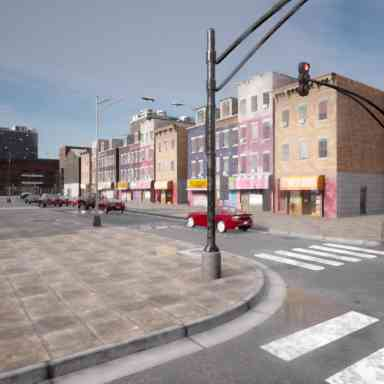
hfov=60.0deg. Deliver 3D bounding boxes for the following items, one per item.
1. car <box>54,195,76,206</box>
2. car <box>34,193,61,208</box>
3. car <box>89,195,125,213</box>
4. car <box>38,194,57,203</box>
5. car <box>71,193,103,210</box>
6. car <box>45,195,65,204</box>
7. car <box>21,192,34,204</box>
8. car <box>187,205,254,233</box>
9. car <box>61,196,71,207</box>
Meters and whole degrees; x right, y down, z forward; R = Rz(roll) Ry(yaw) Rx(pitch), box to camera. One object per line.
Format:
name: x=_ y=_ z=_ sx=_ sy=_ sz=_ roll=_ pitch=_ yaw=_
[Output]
car: x=-17.371 y=1.136 z=45.299 sx=1.802 sy=1.307 sz=4.206 roll=0 pitch=0 yaw=-35
car: x=-17.714 y=0.936 z=41.283 sx=2.097 sy=1.767 sz=4.553 roll=0 pitch=1 yaw=-35
car: x=-7.964 y=1.244 z=31.973 sx=1.887 sy=1.381 sz=4.507 roll=1 pitch=0 yaw=-35
car: x=-23.641 y=1.014 z=54.184 sx=2.008 sy=1.369 sz=4.403 roll=0 pitch=0 yaw=-35
car: x=-11.097 y=0.964 z=36.414 sx=2.192 sy=1.841 sz=5.009 roll=1 pitch=0 yaw=-35
car: x=-20.506 y=1.090 z=49.742 sx=1.802 sy=1.307 sz=4.206 roll=0 pitch=0 yaw=-35
car: x=-23.573 y=1.046 z=49.502 sx=2.033 sy=1.411 sz=5.357 roll=0 pitch=1 yaw=-35
car: x=1.442 y=1.403 z=18.647 sx=1.887 sy=1.381 sz=4.507 roll=1 pitch=0 yaw=-35
car: x=-14.236 y=1.183 z=40.858 sx=1.802 sy=1.307 sz=4.206 roll=0 pitch=0 yaw=-35
